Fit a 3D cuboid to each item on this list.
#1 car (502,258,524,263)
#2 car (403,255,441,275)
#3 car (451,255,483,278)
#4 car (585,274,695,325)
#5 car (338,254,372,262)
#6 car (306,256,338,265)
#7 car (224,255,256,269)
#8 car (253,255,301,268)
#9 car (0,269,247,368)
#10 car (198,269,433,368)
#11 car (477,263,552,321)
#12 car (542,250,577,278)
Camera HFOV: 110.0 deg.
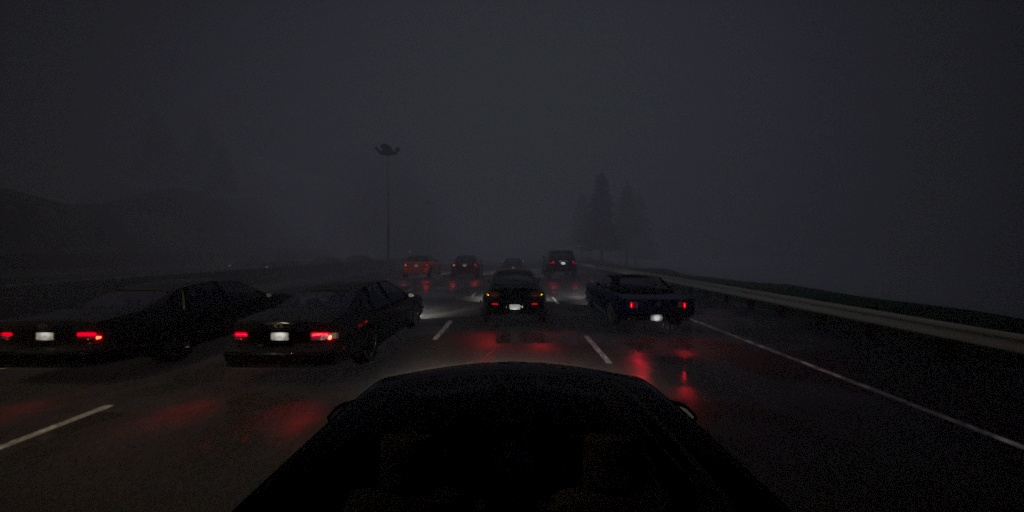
[{"bbox_3d":[0.090,0.861,30.088,1.994,1.385,4.181,0,1,0],"label":"car"},{"bbox_3d":[-6.915,0.681,28.000,2.097,1.767,4.553,0,1,0],"label":"car"},{"bbox_3d":[-3.415,0.682,27.978,2.097,1.767,4.553,0,1,0],"label":"car"},{"bbox_3d":[3.580,1.202,11.065,1.895,1.301,4.718,0,1,0],"label":"car"},{"bbox_3d":[-17.811,0.593,41.440,1.882,1.535,5.008,0,1,-2],"label":"car"},{"bbox_3d":[-21.259,0.673,40.803,2.033,1.411,5.357,0,1,-2],"label":"car"},{"bbox_3d":[-28.204,0.659,38.189,2.128,1.511,4.902,0,1,-1],"label":"car"},{"bbox_3d":[-24.681,0.769,38.152,1.895,1.301,4.718,0,1,-1],"label":"car"},{"bbox_3d":[-6.935,1.200,7.846,2.033,1.411,5.357,0,1,0],"label":"car"},{"bbox_3d":[-3.435,1.200,7.833,2.033,1.411,5.357,0,1,0],"label":"car"},{"bbox_3d":[0.068,1.118,11.599,1.812,1.442,4.674,0,1,0],"label":"car"},{"bbox_3d":[3.588,0.559,27.655,2.150,2.045,5.566,0,1,0],"label":"car"}]
